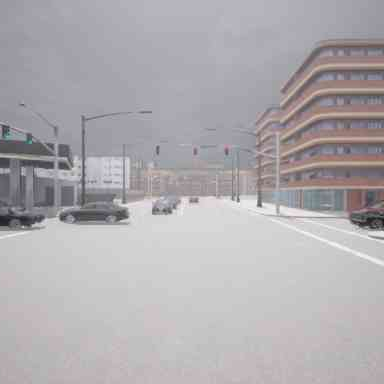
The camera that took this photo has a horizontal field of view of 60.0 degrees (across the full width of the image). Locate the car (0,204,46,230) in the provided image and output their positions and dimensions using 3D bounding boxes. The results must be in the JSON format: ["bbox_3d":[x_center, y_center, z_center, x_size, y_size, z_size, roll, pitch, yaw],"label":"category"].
[{"bbox_3d":[-11.731,1.601,20.445,4.718,1.301,1.895,0,0,1],"label":"car"}]

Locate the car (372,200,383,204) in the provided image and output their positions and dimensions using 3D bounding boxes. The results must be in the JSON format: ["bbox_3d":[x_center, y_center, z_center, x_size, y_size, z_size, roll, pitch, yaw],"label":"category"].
[{"bbox_3d":[13.683,1.351,23.695,4.553,1.767,2.097,0,0,1],"label":"car"}]

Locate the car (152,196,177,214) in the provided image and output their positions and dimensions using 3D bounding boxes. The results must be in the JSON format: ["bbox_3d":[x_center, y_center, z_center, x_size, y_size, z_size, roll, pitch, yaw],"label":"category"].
[{"bbox_3d":[-3.076,1.491,35.230,2.128,1.511,4.902,0,0,0],"label":"car"}]

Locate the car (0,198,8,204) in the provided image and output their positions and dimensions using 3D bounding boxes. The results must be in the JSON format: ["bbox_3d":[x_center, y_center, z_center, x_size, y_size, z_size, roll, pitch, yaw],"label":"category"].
[{"bbox_3d":[-23.943,1.456,39.422,3.806,1.475,1.970,0,0,1],"label":"car"}]

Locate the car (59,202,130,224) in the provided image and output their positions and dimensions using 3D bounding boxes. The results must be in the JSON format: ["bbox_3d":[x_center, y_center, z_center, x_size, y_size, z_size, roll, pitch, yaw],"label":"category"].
[{"bbox_3d":[-6.970,1.505,23.897,4.892,1.490,1.837,0,0,1],"label":"car"}]

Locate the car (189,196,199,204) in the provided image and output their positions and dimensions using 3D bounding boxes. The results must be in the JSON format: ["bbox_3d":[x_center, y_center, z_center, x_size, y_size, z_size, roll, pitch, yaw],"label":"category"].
[{"bbox_3d":[0.345,1.491,63.731,2.128,1.511,4.902,0,0,0],"label":"car"}]

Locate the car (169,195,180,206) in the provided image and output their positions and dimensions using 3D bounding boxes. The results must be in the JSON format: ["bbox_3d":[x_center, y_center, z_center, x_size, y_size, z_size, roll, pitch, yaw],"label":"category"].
[{"bbox_3d":[-3.133,1.352,44.948,2.097,1.767,4.553,0,0,0],"label":"car"}]

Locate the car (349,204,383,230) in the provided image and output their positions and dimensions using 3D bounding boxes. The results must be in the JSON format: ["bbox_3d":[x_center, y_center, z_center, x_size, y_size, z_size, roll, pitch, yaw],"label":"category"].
[{"bbox_3d":[12.305,1.601,20.202,4.718,1.301,1.895,0,0,1],"label":"car"}]

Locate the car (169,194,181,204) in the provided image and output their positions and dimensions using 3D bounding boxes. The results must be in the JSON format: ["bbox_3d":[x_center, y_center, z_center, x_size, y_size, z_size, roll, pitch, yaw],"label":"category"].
[{"bbox_3d":[-3.208,1.352,65.120,2.097,1.767,4.553,0,0,0],"label":"car"}]
